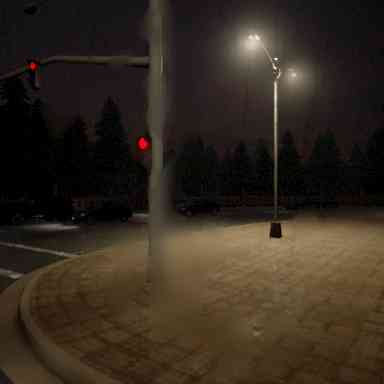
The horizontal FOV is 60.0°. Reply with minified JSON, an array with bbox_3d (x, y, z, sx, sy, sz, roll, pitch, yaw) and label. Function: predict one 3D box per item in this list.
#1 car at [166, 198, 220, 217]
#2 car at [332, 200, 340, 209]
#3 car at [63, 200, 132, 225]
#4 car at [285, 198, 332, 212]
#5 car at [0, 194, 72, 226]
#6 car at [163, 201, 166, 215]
[{"bbox_3d":[0.392,1.411,30.875,5.008,1.535,1.882,0,0,-40],"label":"car"},{"bbox_3d":[16.805,1.502,42.890,4.181,1.385,1.994,0,0,-12],"label":"car"},{"bbox_3d":[-6.350,1.458,23.638,1.812,1.442,4.674,0,0,39],"label":"car"},{"bbox_3d":[13.037,1.415,38.193,5.008,1.535,1.882,0,0,-18],"label":"car"},{"bbox_3d":[-10.995,1.152,23.399,2.150,2.045,5.566,0,0,38],"label":"car"},{"bbox_3d":[-1.863,1.436,33.517,4.892,1.490,1.837,0,0,-40],"label":"car"}]
